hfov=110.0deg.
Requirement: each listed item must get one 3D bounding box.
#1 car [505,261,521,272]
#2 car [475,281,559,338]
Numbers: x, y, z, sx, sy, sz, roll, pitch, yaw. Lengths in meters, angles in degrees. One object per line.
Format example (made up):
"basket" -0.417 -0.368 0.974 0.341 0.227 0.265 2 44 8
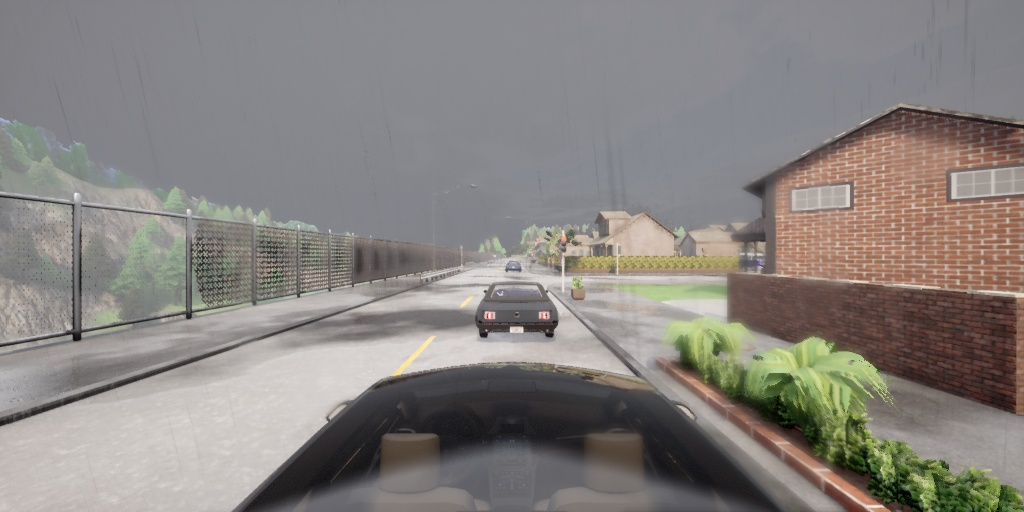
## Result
"car" 0.184 1.314 45.389 1.994 1.385 4.181 0 0 0
"car" 0.115 1.351 10.184 1.895 1.301 4.718 0 0 0
